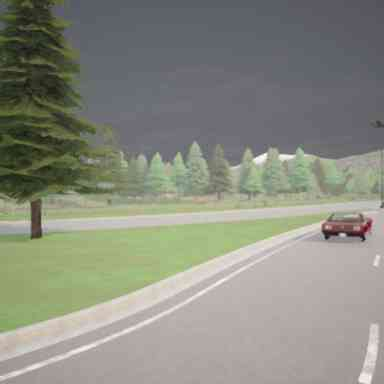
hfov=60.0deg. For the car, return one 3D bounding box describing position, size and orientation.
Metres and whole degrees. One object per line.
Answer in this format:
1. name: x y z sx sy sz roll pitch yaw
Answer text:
1. car: 8.113 1.679 17.096 1.895 1.301 4.718 -1 -1 33
